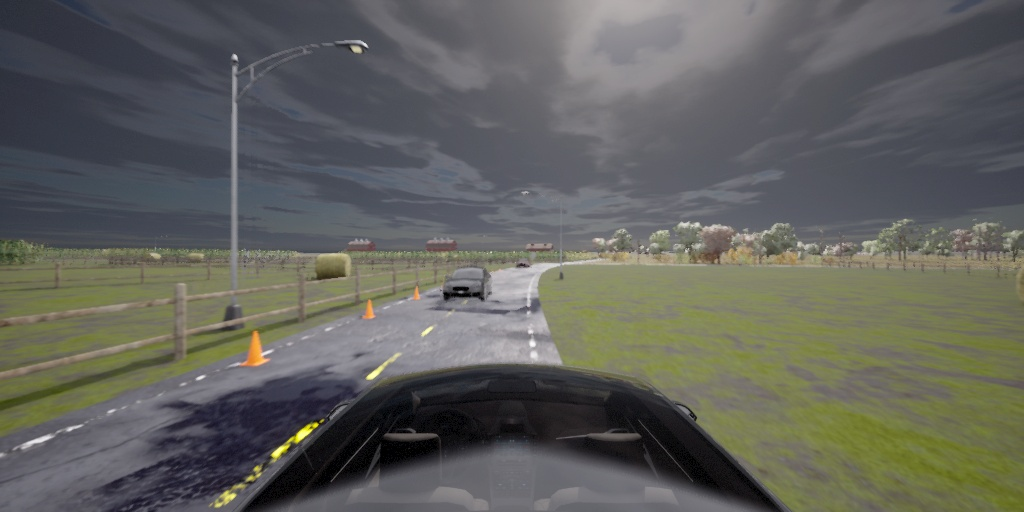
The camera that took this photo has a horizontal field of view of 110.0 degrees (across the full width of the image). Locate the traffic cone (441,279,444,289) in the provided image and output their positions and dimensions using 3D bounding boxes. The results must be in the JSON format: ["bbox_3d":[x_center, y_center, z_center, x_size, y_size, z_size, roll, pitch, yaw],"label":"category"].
[{"bbox_3d":[-4.177,1.710,21.794,0.340,0.580,0.340,0,0,4],"label":"traffic cone"}]

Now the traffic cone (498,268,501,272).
[{"bbox_3d":[-1.583,1.732,46.850,0.340,0.580,0.340,0,0,8],"label":"traffic cone"}]

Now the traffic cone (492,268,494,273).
[{"bbox_3d":[-2.258,1.727,41.857,0.340,0.580,0.340,0,0,7],"label":"traffic cone"}]

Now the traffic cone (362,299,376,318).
[{"bbox_3d":[-4.664,1.702,11.730,0.340,0.580,0.340,0,0,2],"label":"traffic cone"}]

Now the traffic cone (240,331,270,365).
[{"bbox_3d":[-4.790,1.700,6.692,0.340,0.580,0.340,0,0,1],"label":"traffic cone"}]

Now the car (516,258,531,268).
[{"bbox_3d":[1.997,1.163,61.579,2.097,1.767,4.553,0,0,11],"label":"car"}]

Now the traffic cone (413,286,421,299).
[{"bbox_3d":[-4.460,1.706,16.764,0.340,0.580,0.340,0,0,3],"label":"traffic cone"}]

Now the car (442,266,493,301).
[{"bbox_3d":[-2.015,1.261,17.359,1.837,1.490,4.892,0,0,3],"label":"car"}]
